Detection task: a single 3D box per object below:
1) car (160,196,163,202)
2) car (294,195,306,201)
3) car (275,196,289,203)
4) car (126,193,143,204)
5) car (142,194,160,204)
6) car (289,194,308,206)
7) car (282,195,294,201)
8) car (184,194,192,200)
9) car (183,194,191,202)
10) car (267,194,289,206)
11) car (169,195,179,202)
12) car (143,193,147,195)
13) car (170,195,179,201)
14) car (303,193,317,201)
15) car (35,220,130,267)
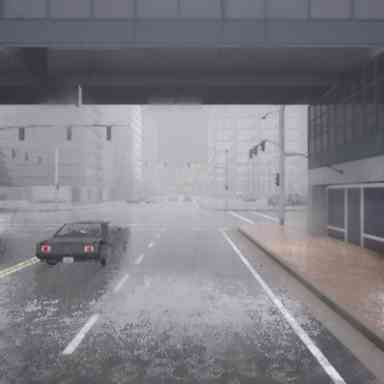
[{"bbox_3d":[-8.129,1.662,81.046,1.812,1.442,4.674,0,0,0],"label":"car"},{"bbox_3d":[27.276,1.511,84.320,1.784,1.438,3.905,0,0,0],"label":"car"},{"bbox_3d":[18.664,1.516,69.190,1.970,1.475,3.806,0,0,0],"label":"car"},{"bbox_3d":[-11.531,1.469,65.532,2.097,1.767,4.553,0,0,0],"label":"car"},{"bbox_3d":[-8.025,1.661,65.489,2.033,1.411,5.357,0,0,0],"label":"car"},{"bbox_3d":[16.018,1.247,51.714,1.905,1.878,3.866,0,0,0],"label":"car"},{"bbox_3d":[24.381,1.543,84.311,1.970,1.475,3.806,0,0,0],"label":"car"},{"bbox_3d":[-1.193,1.340,90.395,2.097,1.767,4.553,0,0,0],"label":"car"},{"bbox_3d":[-1.133,1.736,81.666,1.895,1.301,4.718,0,0,0],"label":"car"},{"bbox_3d":[13.124,1.244,51.759,1.932,1.855,4.605,0,0,0],"label":"car"},{"bbox_3d":[-4.632,1.692,81.562,1.994,1.385,4.181,0,0,0],"label":"car"},{"bbox_3d":[-11.628,1.363,81.008,2.150,2.045,5.566,0,0,0],"label":"car"},{"bbox_3d":[-4.693,1.510,90.400,2.128,1.511,4.902,0,0,0],"label":"car"},{"bbox_3d":[29.959,1.300,84.380,1.932,1.855,4.605,0,0,0],"label":"car"},{"bbox_3d":[-3.440,1.621,11.531,1.895,1.301,4.718,0,0,0],"label":"car"}]
